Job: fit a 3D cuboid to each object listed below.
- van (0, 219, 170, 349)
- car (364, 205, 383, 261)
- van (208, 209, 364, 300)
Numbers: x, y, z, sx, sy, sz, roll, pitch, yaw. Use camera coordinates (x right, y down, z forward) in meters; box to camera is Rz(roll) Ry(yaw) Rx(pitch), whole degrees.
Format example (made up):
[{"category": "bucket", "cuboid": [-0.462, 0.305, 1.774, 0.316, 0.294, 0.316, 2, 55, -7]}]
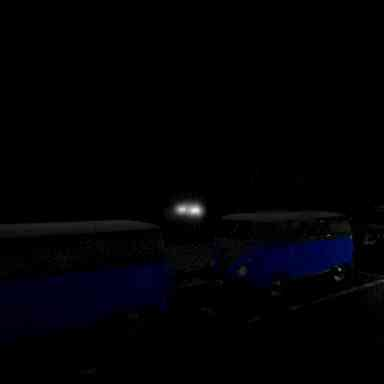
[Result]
[{"category": "van", "cuboid": [-2.266, 1.346, 4.930, 3.998, 1.788, 1.690, 0, -1, -35]}, {"category": "car", "cuboid": [6.829, 1.384, 11.417, 5.009, 1.841, 2.192, 0, -1, -35]}, {"category": "van", "cuboid": [2.281, 1.378, 8.173, 3.998, 1.788, 1.690, 0, -1, -35]}]
